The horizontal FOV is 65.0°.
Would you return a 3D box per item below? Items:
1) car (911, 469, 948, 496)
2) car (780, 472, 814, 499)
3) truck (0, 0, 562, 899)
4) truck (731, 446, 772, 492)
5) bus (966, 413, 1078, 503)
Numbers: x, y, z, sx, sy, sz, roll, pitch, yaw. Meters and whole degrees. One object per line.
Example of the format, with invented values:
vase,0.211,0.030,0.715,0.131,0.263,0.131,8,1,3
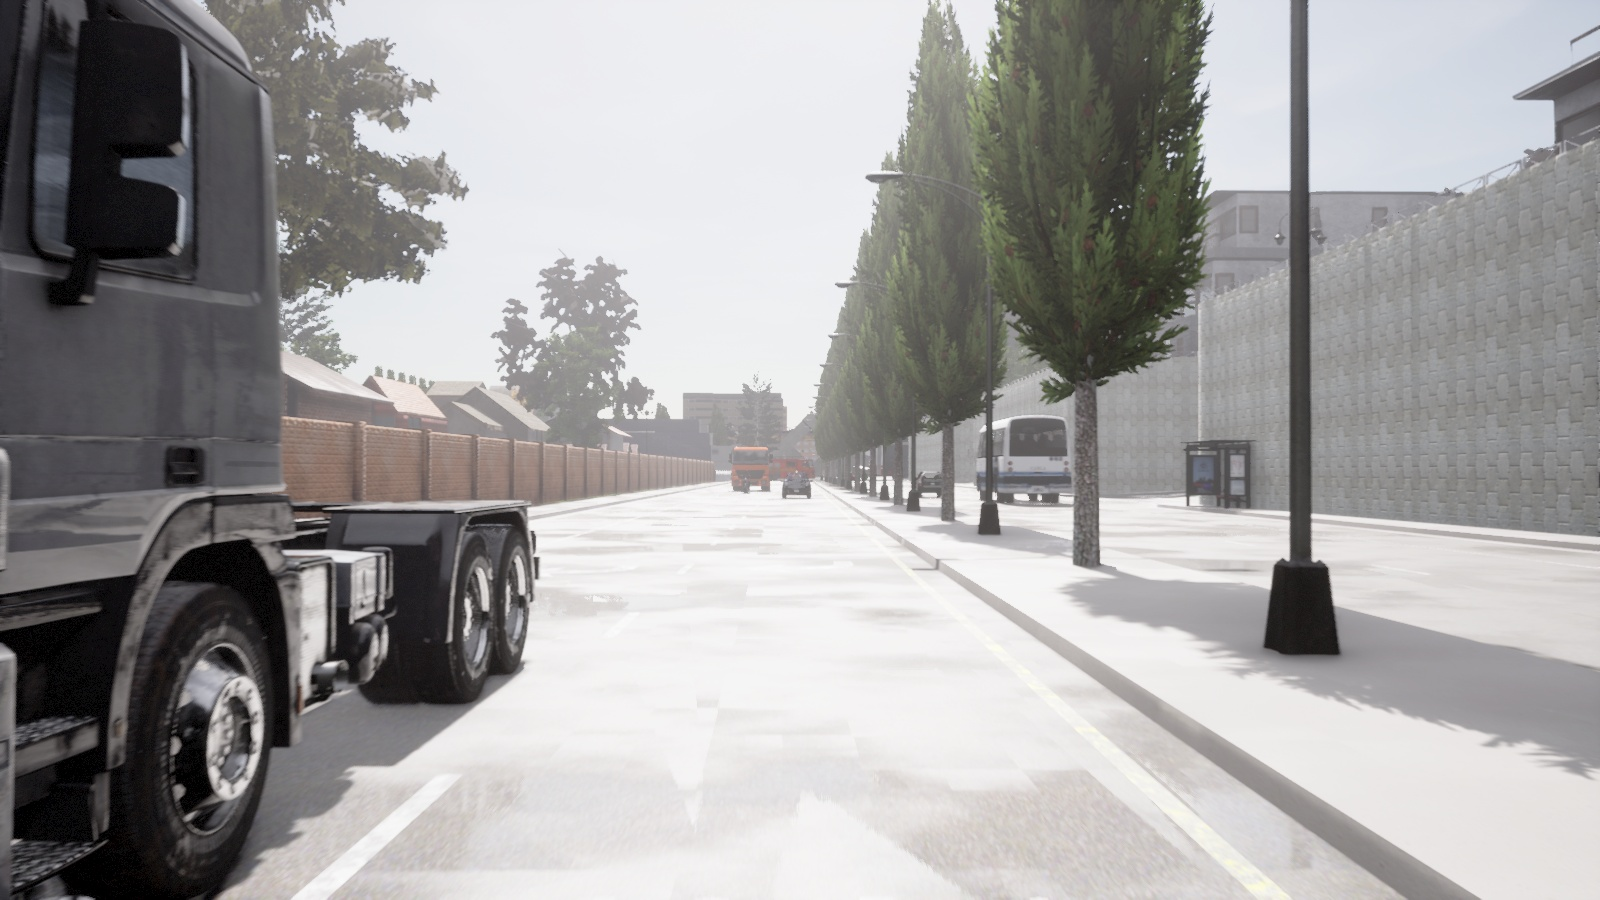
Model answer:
car,7.815,1.952,76.005,1.851,1.617,3.988,0,-1,0
car,-0.174,2.032,71.819,1.845,1.501,3.633,0,-1,0
truck,-3.521,-0.034,7.029,2.891,3.462,7.936,0,-1,0
truck,-3.742,1.498,98.577,2.891,3.462,7.936,0,-1,0
bus,11.335,0.471,65.349,3.944,4.253,10.273,0,-1,0
